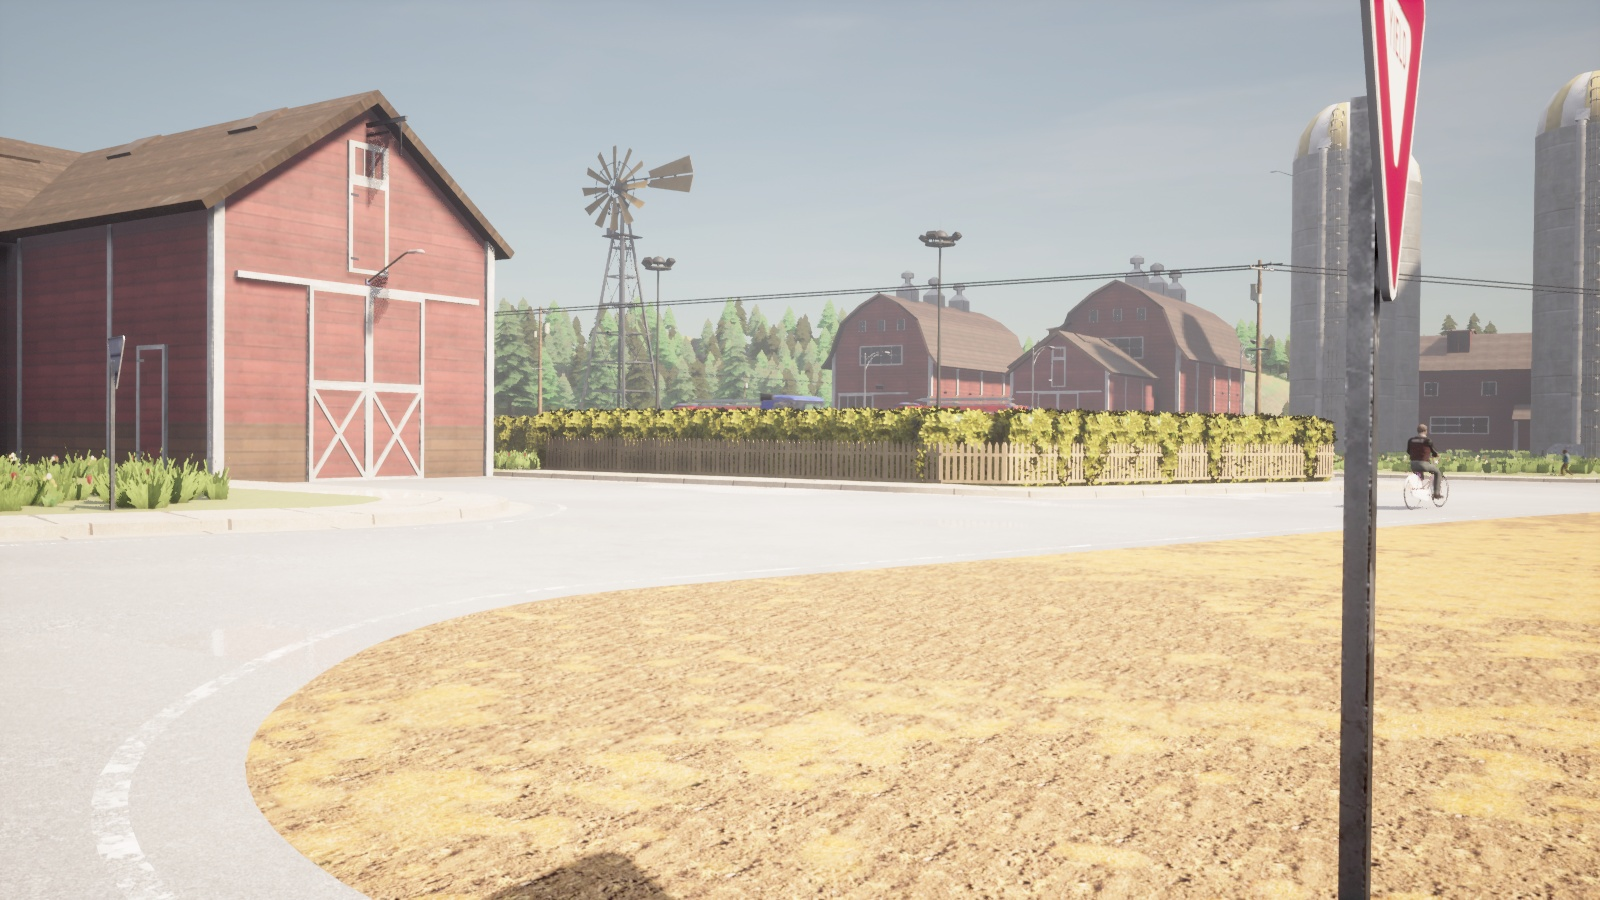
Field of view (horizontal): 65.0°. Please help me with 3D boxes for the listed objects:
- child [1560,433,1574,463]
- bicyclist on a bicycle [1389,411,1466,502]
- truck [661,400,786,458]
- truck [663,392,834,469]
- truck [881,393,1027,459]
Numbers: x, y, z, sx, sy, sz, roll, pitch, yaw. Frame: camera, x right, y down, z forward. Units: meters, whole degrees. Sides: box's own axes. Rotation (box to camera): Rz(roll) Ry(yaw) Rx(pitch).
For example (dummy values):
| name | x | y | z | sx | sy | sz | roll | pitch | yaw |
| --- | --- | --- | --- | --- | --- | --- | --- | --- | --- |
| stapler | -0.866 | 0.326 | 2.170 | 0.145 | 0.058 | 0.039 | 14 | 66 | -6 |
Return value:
| name | x | y | z | sx | sy | sz | roll | pitch | yaw |
| --- | --- | --- | --- | --- | --- | --- | --- | --- | --- |
| child | 30.436 | -0.068 | 49.829 | 0.448 | 1.192 | 0.343 | 0 | 1 | 27 |
| bicyclist on a bicycle | 12.995 | 0.117 | 25.990 | 1.843 | 1.776 | 0.659 | -3 | 2 | -37 |
| truck | -5.326 | -1.426 | 86.523 | 8.468 | 3.827 | 2.891 | 0 | 1 | 32 |
| truck | -2.532 | -0.907 | 59.984 | 7.936 | 3.462 | 2.891 | 0 | 1 | 33 |
| truck | 9.395 | -1.432 | 77.152 | 8.468 | 3.827 | 2.891 | 0 | 1 | 34 |
